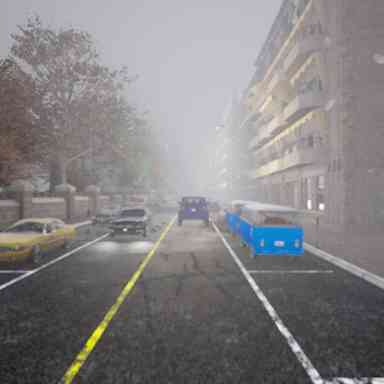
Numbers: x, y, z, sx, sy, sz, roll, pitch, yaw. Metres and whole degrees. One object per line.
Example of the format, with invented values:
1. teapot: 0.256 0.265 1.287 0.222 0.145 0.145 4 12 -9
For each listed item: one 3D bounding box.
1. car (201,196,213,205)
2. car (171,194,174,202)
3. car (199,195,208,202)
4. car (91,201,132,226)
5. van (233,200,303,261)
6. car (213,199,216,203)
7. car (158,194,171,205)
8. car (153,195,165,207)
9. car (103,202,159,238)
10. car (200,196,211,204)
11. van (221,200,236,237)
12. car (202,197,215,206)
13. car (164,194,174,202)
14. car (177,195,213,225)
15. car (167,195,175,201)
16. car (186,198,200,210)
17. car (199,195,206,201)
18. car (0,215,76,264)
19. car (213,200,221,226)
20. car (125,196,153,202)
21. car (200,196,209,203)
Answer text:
1. car: 2.702 1.500 61.833 1.967 1.590 4.097 1 0 0
2. car: -5.680 1.621 78.404 1.887 1.381 4.507 1 0 0
3. car: 2.701 1.516 78.404 1.967 1.590 4.097 1 0 0
4. car: -5.679 1.574 23.169 2.008 1.369 4.403 1 0 0
5. van: 2.705 1.353 12.123 1.690 1.788 3.998 1 0 0
6. car: 2.700 1.610 45.262 1.947 1.339 4.313 1 0 0
7. car: -5.675 1.375 61.834 2.192 1.841 5.009 1 0 0
8. car: -5.680 1.616 50.786 1.947 1.339 4.313 1 0 0
9. car: -3.100 1.522 17.875 1.837 1.490 4.892 0 0 0
10. car: 2.700 1.610 67.356 1.887 1.381 4.507 1 0 0
11. van: 2.706 1.358 17.646 1.690 1.788 3.998 1 0 0
12. car: 2.700 1.620 56.310 1.947 1.339 4.313 1 0 0
13. car: -5.677 1.397 83.927 2.192 1.841 5.009 1 0 0
14. car: 0.098 1.247 24.227 2.150 2.045 5.566 0 0 0
15. car: -5.681 1.633 89.450 1.887 1.381 4.507 1 0 0
16. car: 0.096 1.569 44.935 1.812 1.442 4.674 0 0 0
17. car: 2.699 1.613 89.620 1.752 1.417 4.829 1 0 0
18. car: -5.678 1.538 11.953 1.752 1.417 4.829 1 0 0
19. car: 2.702 1.548 23.339 1.752 1.417 4.829 1 0 0
20. car: -5.674 1.349 34.216 2.192 1.841 5.009 1 0 0
21. car: 2.700 1.596 73.050 1.752 1.417 4.829 1 0 0
